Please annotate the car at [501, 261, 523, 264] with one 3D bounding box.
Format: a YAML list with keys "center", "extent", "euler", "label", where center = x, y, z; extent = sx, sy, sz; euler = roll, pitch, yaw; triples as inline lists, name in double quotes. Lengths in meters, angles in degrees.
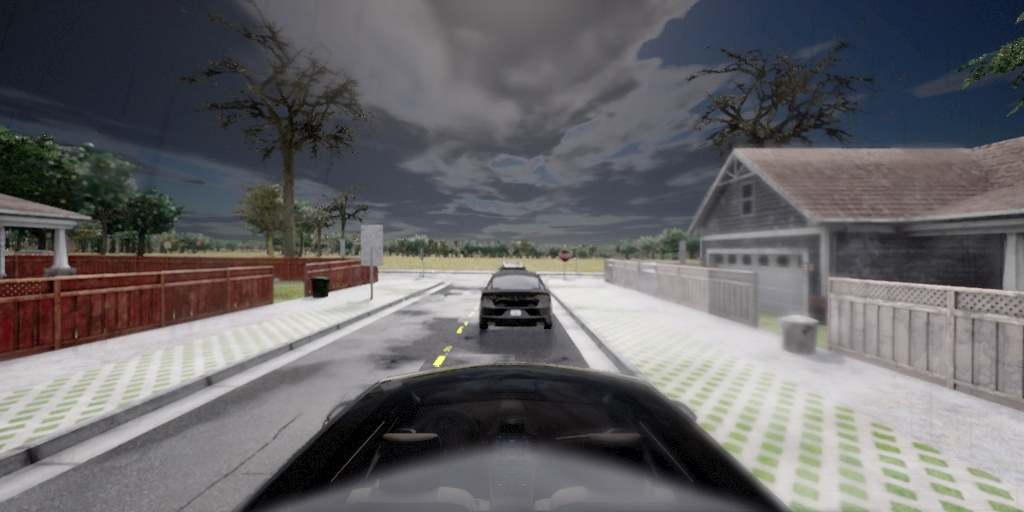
- center: [-0.029, 1.086, 24.921]
  extent: [2.128, 1.511, 4.902]
  euler: [0, 0, -5]
  label: "car"

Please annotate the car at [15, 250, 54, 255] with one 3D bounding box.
- center: [-43.582, 0.246, 32.490]
  extent: [4.553, 1.767, 2.097]
  euler: [1, 1, -2]
  label: "car"

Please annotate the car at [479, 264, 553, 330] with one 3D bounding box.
- center: [0.112, 1.164, 10.873]
  extent: [1.882, 1.535, 5.008]
  euler: [0, 0, 0]
  label: "car"
